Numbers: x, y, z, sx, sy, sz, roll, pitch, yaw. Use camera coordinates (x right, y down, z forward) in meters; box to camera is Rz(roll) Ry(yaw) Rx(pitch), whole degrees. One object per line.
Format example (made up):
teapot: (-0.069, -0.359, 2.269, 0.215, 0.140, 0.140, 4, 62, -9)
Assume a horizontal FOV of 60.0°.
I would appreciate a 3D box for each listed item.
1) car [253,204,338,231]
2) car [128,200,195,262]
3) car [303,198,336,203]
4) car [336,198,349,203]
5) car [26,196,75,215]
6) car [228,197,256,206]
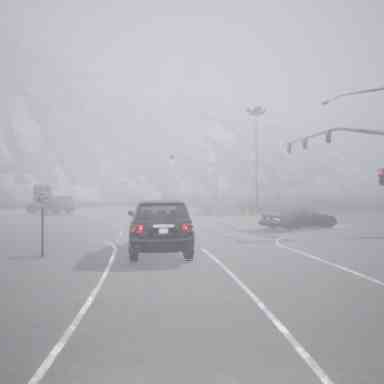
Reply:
car: (6.814, 1.653, 21.194, 5.357, 1.411, 2.033, 0, -1, -28)
car: (-1.257, 1.297, 12.714, 2.150, 2.045, 5.566, 0, 0, -8)
car: (16.377, 1.720, 44.987, 4.892, 1.490, 1.837, 0, 0, -11)
car: (24.619, 1.758, 57.162, 4.902, 1.511, 2.128, 0, 0, -10)
car: (-15.962, 1.458, 37.534, 5.566, 2.045, 2.150, 0, -1, 19)
car: (8.069, 1.634, 54.112, 4.553, 1.767, 2.097, 0, 0, -11)
